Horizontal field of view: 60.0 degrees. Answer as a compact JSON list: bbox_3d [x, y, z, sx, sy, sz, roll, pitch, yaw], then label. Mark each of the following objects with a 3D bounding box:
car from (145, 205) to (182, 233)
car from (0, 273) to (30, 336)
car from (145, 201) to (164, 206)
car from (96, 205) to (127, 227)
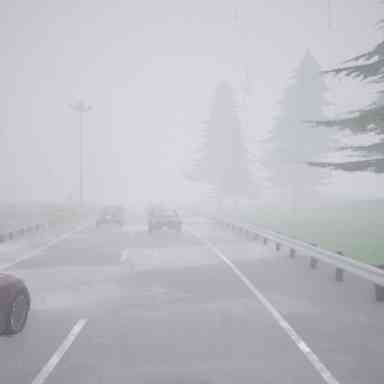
[{"bbox_3d":[-1.747,1.695,20.368,1.895,1.301,4.718,0,0,-8],"label":"car"},{"bbox_3d":[-3.610,1.552,3.749,1.812,1.442,4.674,0,0,-2],"label":"car"},{"bbox_3d":[-3.757,1.683,33.806,1.812,1.442,4.674,0,0,-9],"label":"car"},{"bbox_3d":[-5.798,1.669,24.175,2.033,1.411,5.357,0,0,-8],"label":"car"}]
